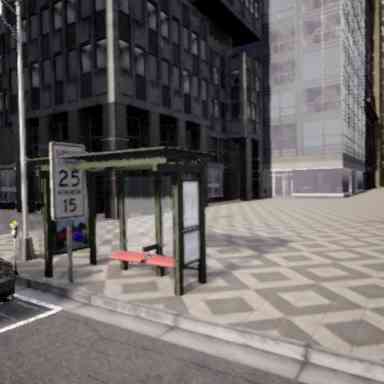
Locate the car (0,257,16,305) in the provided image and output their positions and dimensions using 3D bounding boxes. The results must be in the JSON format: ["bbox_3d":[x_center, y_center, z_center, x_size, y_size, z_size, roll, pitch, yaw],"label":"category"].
[{"bbox_3d":[-5.132,1.473,6.321,4.403,1.369,2.008,0,2,33],"label":"car"}]
